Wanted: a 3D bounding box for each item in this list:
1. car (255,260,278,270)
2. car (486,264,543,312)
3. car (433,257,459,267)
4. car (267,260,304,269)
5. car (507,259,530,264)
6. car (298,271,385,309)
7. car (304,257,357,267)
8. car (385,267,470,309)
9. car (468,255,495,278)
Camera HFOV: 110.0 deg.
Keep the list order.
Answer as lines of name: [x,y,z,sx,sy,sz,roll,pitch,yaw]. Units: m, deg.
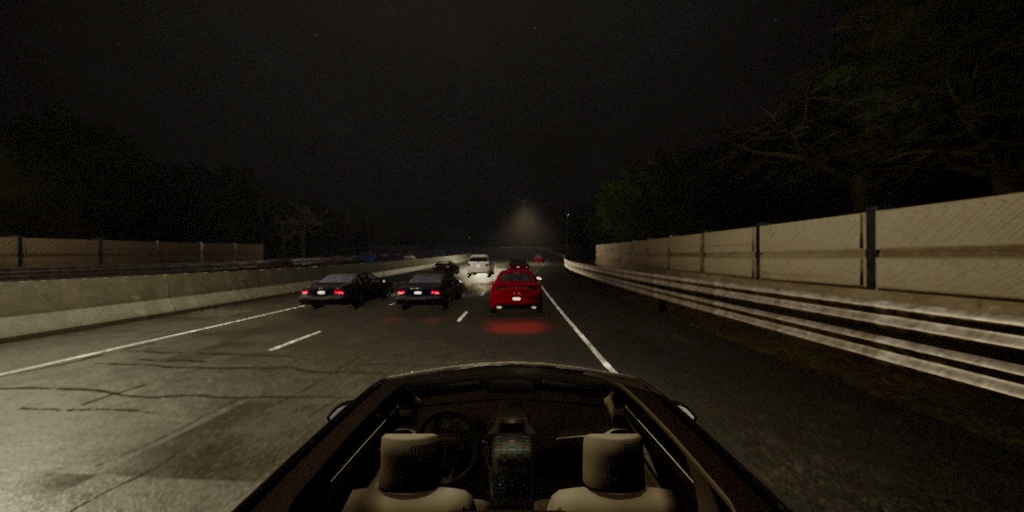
car: [-24.013,1.157,36.863,1.882,1.535,5.008,0,1,2]
car: [0.190,1.296,14.618,1.882,1.535,5.008,0,0,1]
car: [-6.374,1.184,34.899,2.128,1.511,4.902,0,1,2]
car: [-20.597,1.314,34.249,1.895,1.301,4.718,0,1,2]
car: [0.628,1.041,34.820,2.097,1.767,4.553,0,1,2]
car: [-6.798,1.368,15.360,2.033,1.411,5.357,0,0,1]
car: [-17.094,1.189,34.151,1.882,1.535,5.008,0,1,2]
car: [-3.300,1.367,15.239,2.033,1.411,5.357,0,0,1]
car: [-2.892,0.920,34.272,2.150,2.045,5.566,0,1,2]
